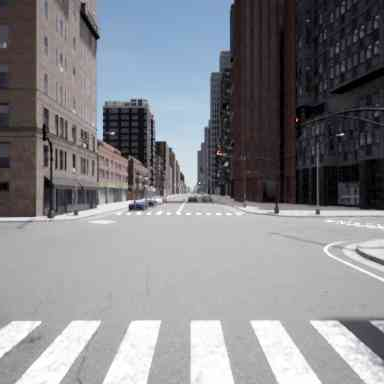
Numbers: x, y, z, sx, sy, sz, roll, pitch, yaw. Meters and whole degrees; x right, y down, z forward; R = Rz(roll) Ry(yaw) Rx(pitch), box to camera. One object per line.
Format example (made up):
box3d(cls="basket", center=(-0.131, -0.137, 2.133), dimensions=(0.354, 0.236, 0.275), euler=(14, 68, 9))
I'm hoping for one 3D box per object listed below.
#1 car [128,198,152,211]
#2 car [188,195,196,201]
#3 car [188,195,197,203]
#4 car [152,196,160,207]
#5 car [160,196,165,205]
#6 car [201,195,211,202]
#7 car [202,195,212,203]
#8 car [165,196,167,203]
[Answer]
box3d(cls="car", center=(-6.517, 1.612, 40.654), dimensions=(1.895, 1.301, 4.718), euler=(0, 0, 0))
box3d(cls="car", center=(0.106, 1.460, 81.437), dimensions=(1.882, 1.535, 5.008), euler=(0, 0, 0))
box3d(cls="car", center=(0.092, 1.491, 71.018), dimensions=(1.882, 1.535, 5.008), euler=(0, 0, 0))
box3d(cls="car", center=(-6.486, 1.615, 50.788), dimensions=(1.895, 1.301, 4.718), euler=(0, 0, 1))
box3d(cls="car", center=(-6.457, 1.542, 60.726), dimensions=(1.812, 1.442, 4.674), euler=(0, 0, 1))
box3d(cls="car", center=(3.356, 1.507, 81.434), dimensions=(2.128, 1.511, 4.902), euler=(0, 0, 0))
box3d(cls="car", center=(3.342, 1.538, 71.014), dimensions=(2.128, 1.511, 4.902), euler=(0, 0, 0))
box3d(cls="car", center=(-6.408, 1.490, 71.097), dimensions=(1.882, 1.535, 5.008), euler=(0, 0, 0))
